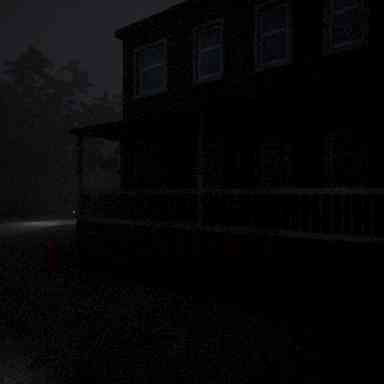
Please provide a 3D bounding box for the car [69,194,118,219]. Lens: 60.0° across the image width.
[{"bbox_3d":[-7.697,1.221,28.480,2.150,2.045,5.566,0,0,35],"label":"car"}]
